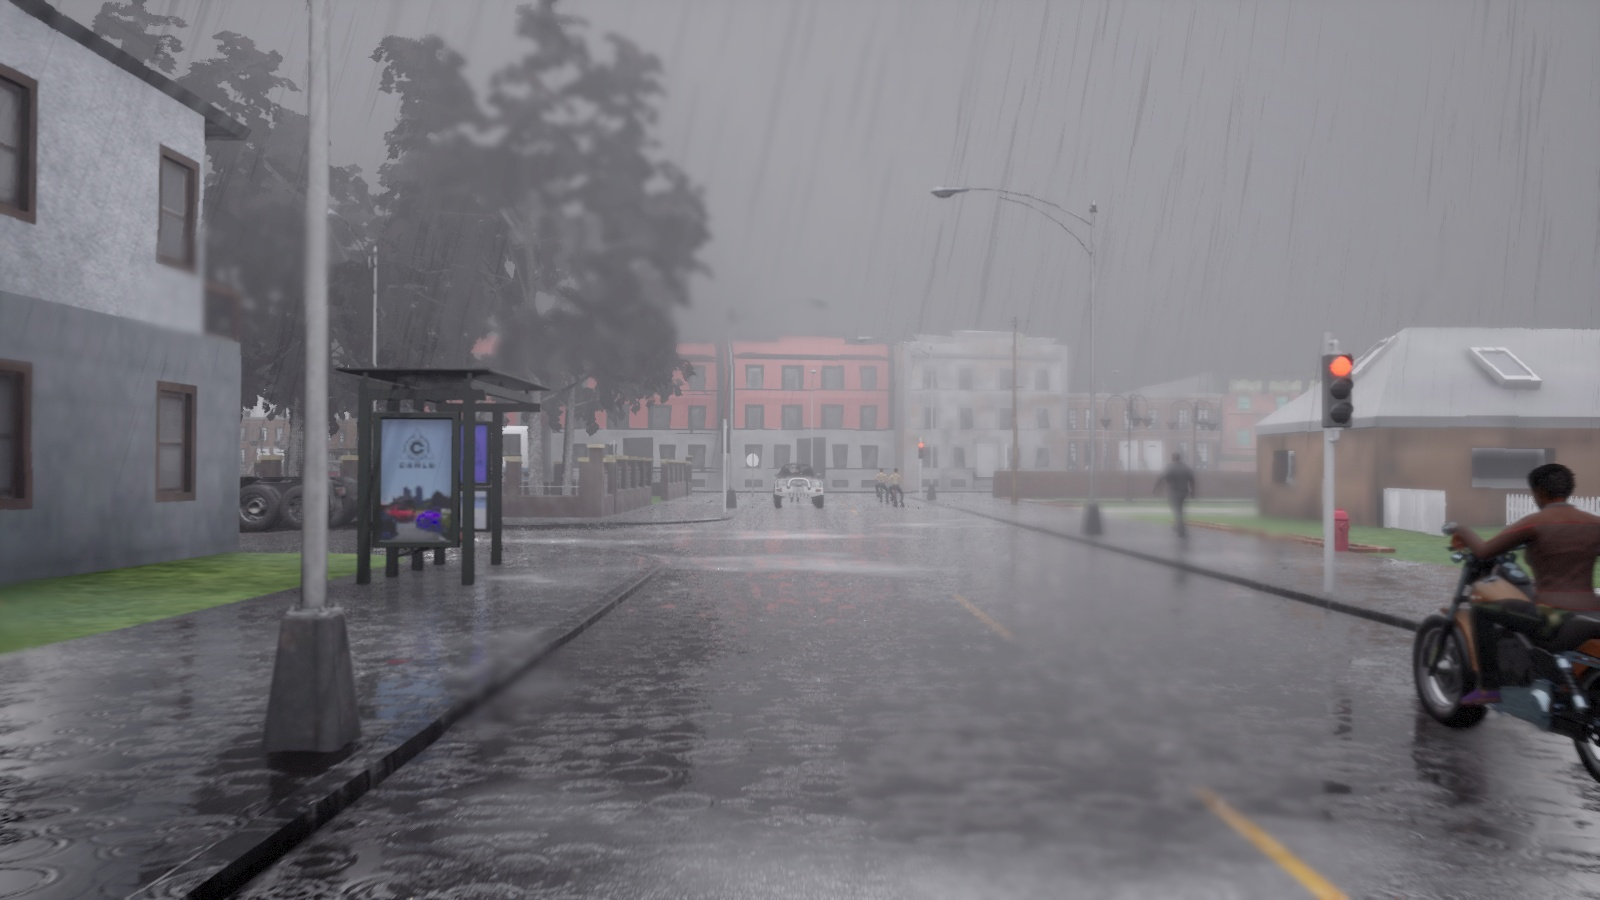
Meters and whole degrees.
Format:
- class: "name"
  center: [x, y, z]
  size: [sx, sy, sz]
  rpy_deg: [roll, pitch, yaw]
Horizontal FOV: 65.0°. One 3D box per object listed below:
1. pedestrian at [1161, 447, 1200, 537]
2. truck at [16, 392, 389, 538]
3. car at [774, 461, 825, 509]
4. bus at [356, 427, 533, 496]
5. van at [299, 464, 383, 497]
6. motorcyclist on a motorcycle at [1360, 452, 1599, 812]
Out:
- class: "pedestrian"
  center: [8.126, 0.892, 26.849]
  size: [0.563, 1.883, 0.849]
  rpy_deg: [0, -1, 0]
- class: "truck"
  center: [-14.748, 0.367, 31.536]
  size: [7.936, 3.462, 2.891]
  rpy_deg: [0, -1, -4]
- class: "car"
  center: [-0.067, 1.401, 51.015]
  size: [1.932, 1.855, 4.605]
  rpy_deg: [0, -1, -2]
- class: "bus"
  center: [-22.682, 0.747, 80.603]
  size: [10.273, 4.253, 3.944]
  rpy_deg: [0, -1, -1]
- class: "van"
  center: [-27.946, 1.833, 76.566]
  size: [4.442, 1.987, 1.775]
  rpy_deg: [0, -1, 0]
- class: "motorcyclist on a motorcycle"
  center: [4.001, 0.851, 6.931]
  size: [0.766, 1.649, 2.350]
  rpy_deg: [0, -1, 0]
